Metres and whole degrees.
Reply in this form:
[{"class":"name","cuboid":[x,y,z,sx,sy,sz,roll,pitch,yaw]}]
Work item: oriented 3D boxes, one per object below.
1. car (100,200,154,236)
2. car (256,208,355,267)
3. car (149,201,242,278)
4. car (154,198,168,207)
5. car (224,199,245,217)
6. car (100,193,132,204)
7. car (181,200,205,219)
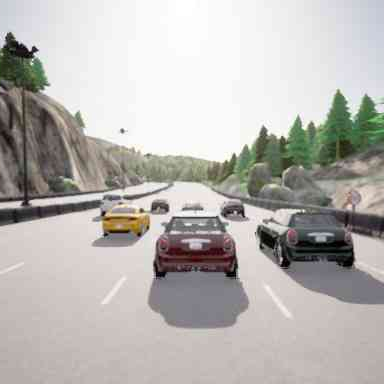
[{"class":"car","cuboid":[-3.416,1.434,18.003,1.882,1.535,5.008,0,0,0]},{"class":"car","cuboid":[3.591,1.321,11.388,2.097,1.767,4.553,0,0,0]},{"class":"car","cuboid":[0.092,1.326,10.207,2.097,1.767,4.553,0,0,0]},{"class":"car","cuboid":[-3.433,1.383,36.743,1.837,1.490,4.892,0,0,0]},{"class":"car","cuboid":[3.573,1.420,29.822,1.837,1.490,4.892,0,0,0]},{"class":"car","cuboid":[-6.928,1.136,31.044,2.150,2.045,5.566,0,0,0]},{"class":"car","cuboid":[0.074,1.482,29.371,1.994,1.385,4.181,0,0,0]}]
